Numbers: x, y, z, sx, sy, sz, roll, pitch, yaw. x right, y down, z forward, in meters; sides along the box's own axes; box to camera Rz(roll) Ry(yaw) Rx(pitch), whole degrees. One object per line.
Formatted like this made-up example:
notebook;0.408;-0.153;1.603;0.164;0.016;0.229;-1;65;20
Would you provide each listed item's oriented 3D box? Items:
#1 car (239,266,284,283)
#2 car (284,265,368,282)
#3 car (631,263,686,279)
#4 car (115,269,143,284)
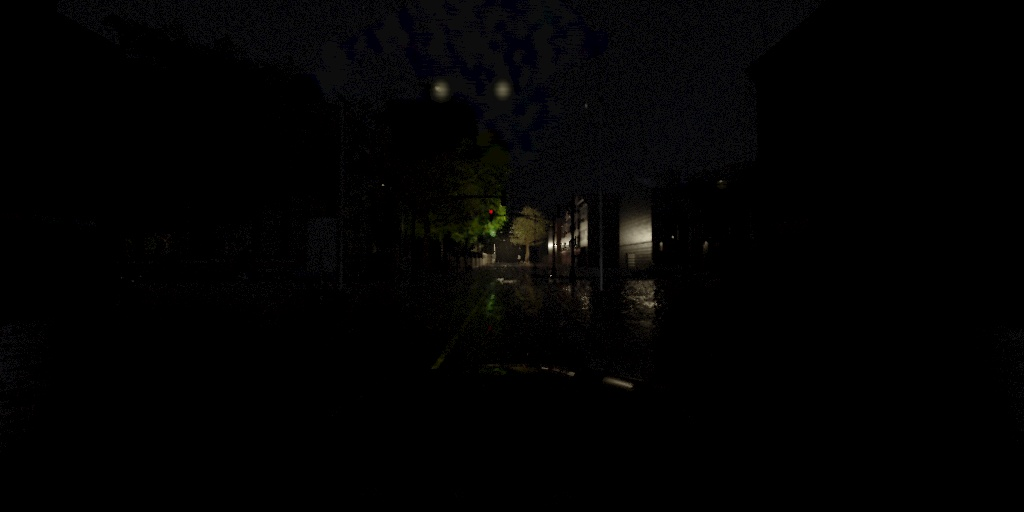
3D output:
car;-20.595;1.507;30.378;4.403;1.370;2.007;0;0;0
car;-14.134;1.407;27.749;5.357;1.411;2.033;0;-1;0
car;12.389;1.242;30.380;4.313;1.339;1.948;0;0;0
car;-31.998;1.563;27.750;5.357;1.411;2.033;-1;-1;0
